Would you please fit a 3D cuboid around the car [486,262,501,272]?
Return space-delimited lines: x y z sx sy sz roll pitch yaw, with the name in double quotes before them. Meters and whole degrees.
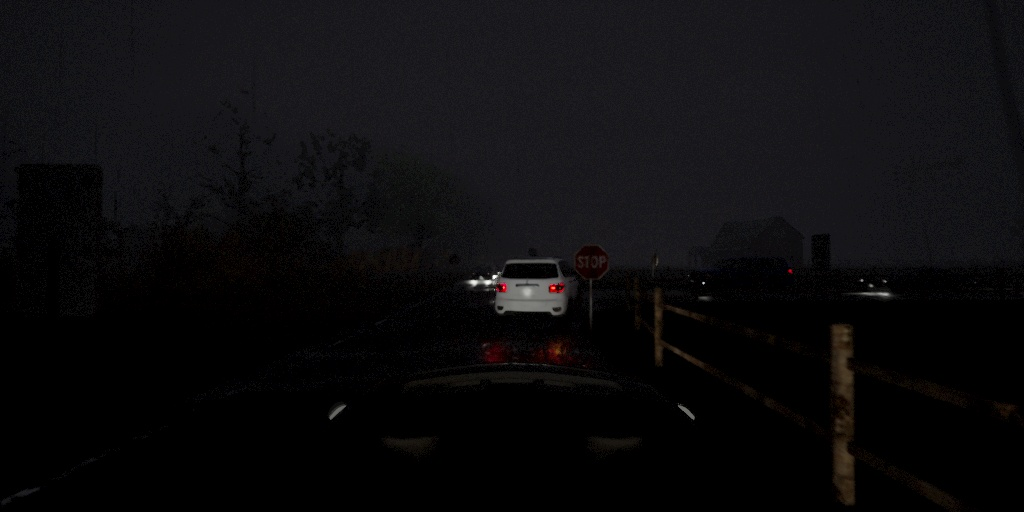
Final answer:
"car" -2.821 1.707 55.239 1.994 1.385 4.181 0 0 0

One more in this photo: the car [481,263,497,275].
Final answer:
"car" -2.836 1.604 45.215 1.812 1.442 4.674 0 0 0

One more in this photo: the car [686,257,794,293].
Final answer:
"car" 13.249 1.077 21.022 5.566 2.045 2.150 0 -1 0

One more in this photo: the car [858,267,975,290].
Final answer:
"car" 23.824 1.359 21.184 5.357 1.411 2.033 0 -1 -1

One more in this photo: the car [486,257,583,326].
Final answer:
"car" 1.104 1.061 12.417 2.150 2.045 5.566 -1 0 15

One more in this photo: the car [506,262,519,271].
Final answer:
"car" 0.103 1.716 59.394 2.033 1.411 5.357 0 0 0

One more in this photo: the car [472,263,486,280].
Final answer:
"car" -2.843 1.559 35.523 2.033 1.411 5.357 0 0 0
